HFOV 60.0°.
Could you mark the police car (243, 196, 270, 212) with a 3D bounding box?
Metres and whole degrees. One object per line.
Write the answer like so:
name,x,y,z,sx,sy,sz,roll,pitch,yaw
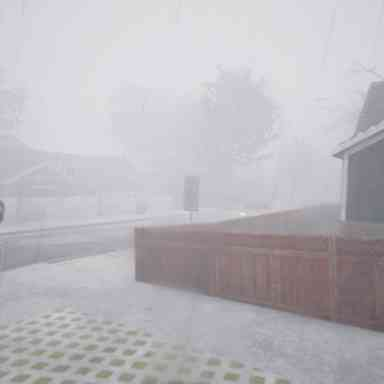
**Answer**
police car,7.509,1.310,38.504,1.930,1.638,5.238,3,1,30
